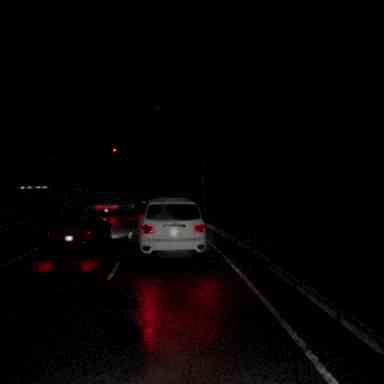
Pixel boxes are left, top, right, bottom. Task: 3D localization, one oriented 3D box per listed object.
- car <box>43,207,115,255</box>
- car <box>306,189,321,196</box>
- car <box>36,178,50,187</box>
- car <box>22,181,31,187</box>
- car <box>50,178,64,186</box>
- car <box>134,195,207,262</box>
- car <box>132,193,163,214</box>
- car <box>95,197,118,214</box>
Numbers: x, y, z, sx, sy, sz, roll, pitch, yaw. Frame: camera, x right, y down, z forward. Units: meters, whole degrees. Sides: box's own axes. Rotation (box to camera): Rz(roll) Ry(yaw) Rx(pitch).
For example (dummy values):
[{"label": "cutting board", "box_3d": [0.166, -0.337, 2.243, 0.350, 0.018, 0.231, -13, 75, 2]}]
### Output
[{"label": "car", "box_3d": [-4.464, 1.539, 13.425, 1.994, 1.385, 4.181, 0, 1, -7]}, {"label": "car", "box_3d": [24.346, 0.071, 68.747, 5.008, 1.535, 1.882, 2, 2, -27]}, {"label": "car", "box_3d": [-39.063, -2.496, 86.108, 2.150, 2.045, 5.566, -2, 4, -30]}, {"label": "car", "box_3d": [-42.100, -2.140, 84.387, 1.882, 1.535, 5.008, -2, 4, -30]}, {"label": "car", "box_3d": [-36.273, -2.645, 88.266, 2.150, 2.045, 5.566, -2, 4, -30]}, {"label": "car", "box_3d": [-0.806, 1.190, 12.330, 2.150, 2.045, 5.566, 0, 1, -6]}, {"label": "car", "box_3d": [-4.083, 0.972, 29.784, 2.128, 1.511, 4.902, -1, 2, -14]}, {"label": "car", "box_3d": [-7.476, 1.132, 29.012, 1.895, 1.301, 4.718, -1, 3, -15]}]
